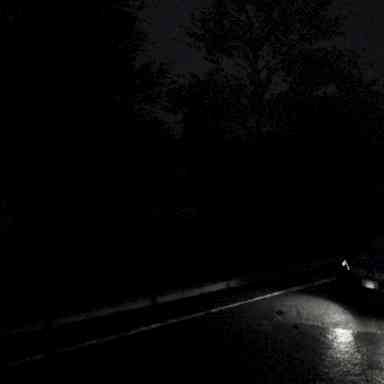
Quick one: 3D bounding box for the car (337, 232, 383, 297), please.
[{"bbox_3d":[5.353,1.529,7.810,4.674,1.442,1.812,0,0,-35],"label":"car"}]
